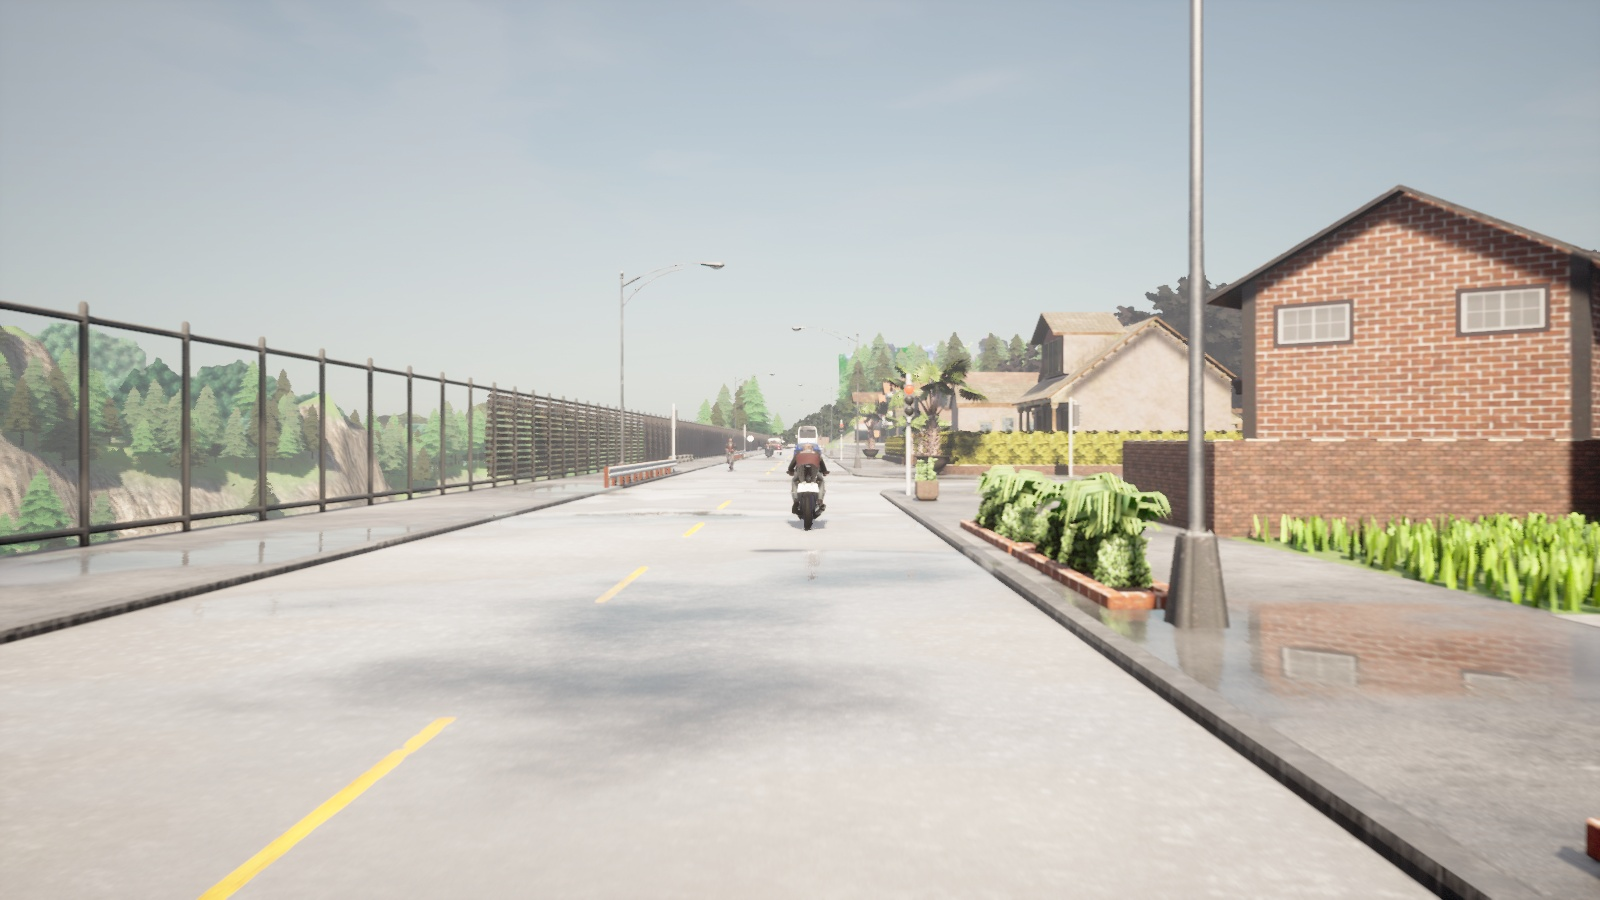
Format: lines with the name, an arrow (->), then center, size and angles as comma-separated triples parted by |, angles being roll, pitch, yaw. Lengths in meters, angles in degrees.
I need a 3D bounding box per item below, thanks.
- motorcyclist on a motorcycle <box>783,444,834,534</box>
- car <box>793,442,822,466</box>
motorcyclist on a motorcycle -> 0.143, 0.655, 22.414 | 0.866, 1.530, 2.191 | 0, 0, 0
car -> 0.502, 0.253, 83.745 | 1.882, 1.535, 5.008 | 0, 0, 0
